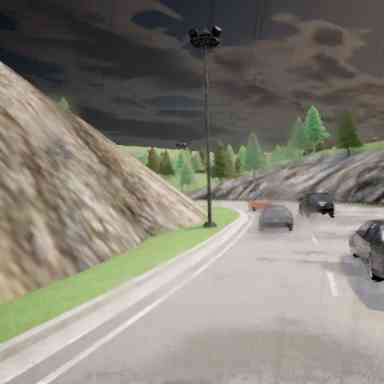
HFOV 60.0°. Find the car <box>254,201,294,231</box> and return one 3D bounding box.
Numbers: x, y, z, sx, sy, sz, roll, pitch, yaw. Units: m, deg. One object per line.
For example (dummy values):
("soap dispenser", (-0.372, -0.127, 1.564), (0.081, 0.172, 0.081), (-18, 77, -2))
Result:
("car", (5.126, 1.505, 20.333), (1.994, 1.385, 4.181), (-1, 0, 15))

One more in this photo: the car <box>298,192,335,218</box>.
("car", (10.436, 1.057, 28.162), (2.150, 2.045, 5.566), (-1, 0, 10))

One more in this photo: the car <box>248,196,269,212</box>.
("car", (7.798, 1.285, 38.658), (2.097, 1.767, 4.553), (-2, 0, 1))

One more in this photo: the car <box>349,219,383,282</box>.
("car", (5.608, 1.440, 9.137), (2.033, 1.411, 5.357), (-1, 0, 18))
